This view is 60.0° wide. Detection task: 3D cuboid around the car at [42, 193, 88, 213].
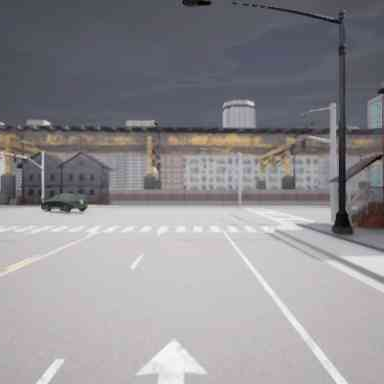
[{"bbox_3d":[-13.768,1.164,35.972,5.566,2.045,2.150,0,0,31],"label":"car"}]
